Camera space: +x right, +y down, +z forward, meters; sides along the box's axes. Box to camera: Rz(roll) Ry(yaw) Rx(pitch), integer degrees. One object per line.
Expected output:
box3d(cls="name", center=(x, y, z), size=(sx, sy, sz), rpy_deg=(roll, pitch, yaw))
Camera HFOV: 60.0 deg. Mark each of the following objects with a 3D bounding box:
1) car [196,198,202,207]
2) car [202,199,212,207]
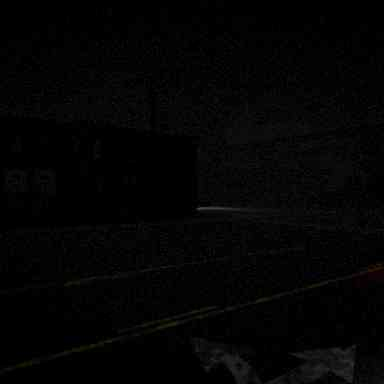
box3d(cls="car", center=(-1.088, 1.535, 48.579), size=(1.837, 1.490, 4.892), rpy_deg=(0, 0, -35))
box3d(cls="car", center=(1.036, 1.635, 51.638), size=(1.895, 1.301, 4.718), rpy_deg=(0, 0, -35))
